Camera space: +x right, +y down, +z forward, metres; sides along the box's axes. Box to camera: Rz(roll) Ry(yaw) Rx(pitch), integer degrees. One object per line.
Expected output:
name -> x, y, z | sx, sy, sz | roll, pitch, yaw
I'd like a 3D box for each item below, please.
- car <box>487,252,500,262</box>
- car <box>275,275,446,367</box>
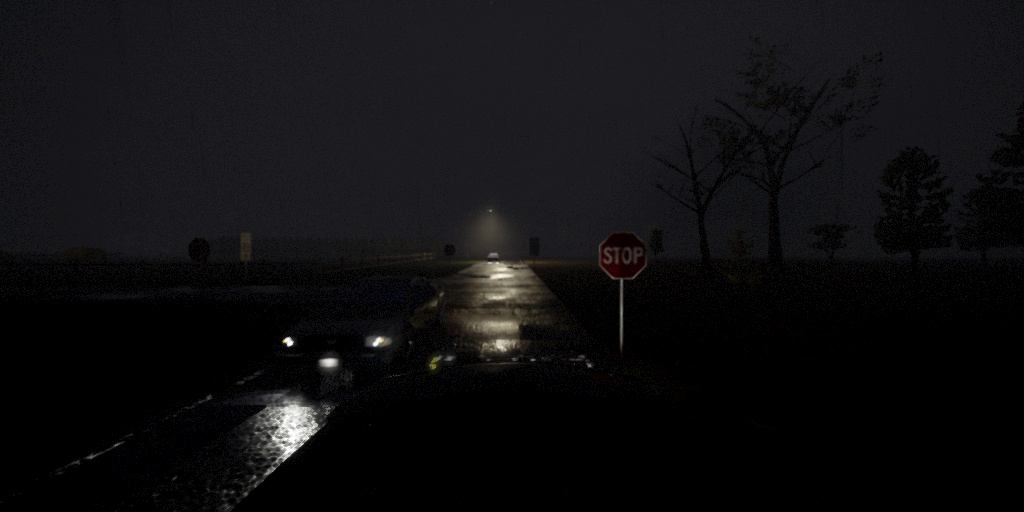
car -> -2.740, 0.160, 53.981 | 2.033, 1.411, 5.357 | 0, 1, 0
car -> -2.748, 1.164, 8.040 | 2.033, 1.411, 5.357 | 0, 1, 0
